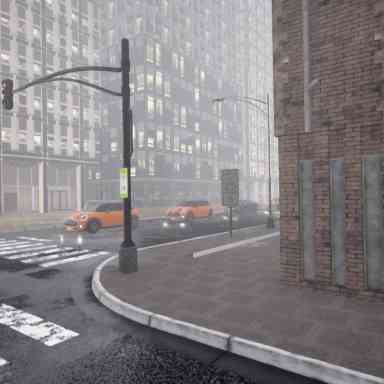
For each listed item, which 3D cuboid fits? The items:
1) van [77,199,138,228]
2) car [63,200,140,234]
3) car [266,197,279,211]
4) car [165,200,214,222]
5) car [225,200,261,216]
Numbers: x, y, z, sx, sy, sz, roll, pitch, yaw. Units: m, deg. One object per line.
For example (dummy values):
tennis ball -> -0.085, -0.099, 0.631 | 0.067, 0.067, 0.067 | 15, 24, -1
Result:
van -> -5.895, 1.460, 23.492 | 1.690, 1.788, 3.998 | -2, -1, 36
car -> -5.335, 1.416, 19.892 | 2.097, 1.767, 4.553 | -1, -1, 37
car -> 11.093, 1.471, 42.521 | 2.097, 1.767, 4.553 | -1, -1, 36
car -> -0.128, 1.432, 27.047 | 2.097, 1.767, 4.553 | -1, -1, 36
car -> 5.150, 1.590, 34.341 | 2.128, 1.511, 4.902 | -1, -1, 36
